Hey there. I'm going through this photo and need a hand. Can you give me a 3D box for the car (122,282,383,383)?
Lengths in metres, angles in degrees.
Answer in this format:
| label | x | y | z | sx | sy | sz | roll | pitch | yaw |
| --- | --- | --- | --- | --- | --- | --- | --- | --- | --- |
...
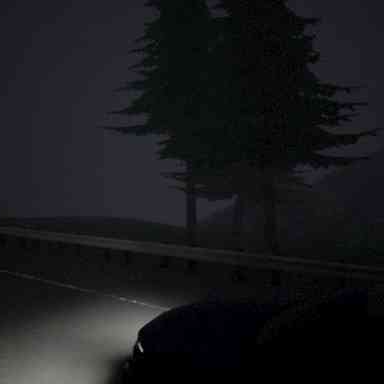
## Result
| label | x | y | z | sx | sy | sz | roll | pitch | yaw |
| --- | --- | --- | --- | --- | --- | --- | --- | --- | --- |
| car | 1.522 | 1.512 | 2.622 | 4.674 | 1.442 | 1.812 | 0 | 0 | 35 |
